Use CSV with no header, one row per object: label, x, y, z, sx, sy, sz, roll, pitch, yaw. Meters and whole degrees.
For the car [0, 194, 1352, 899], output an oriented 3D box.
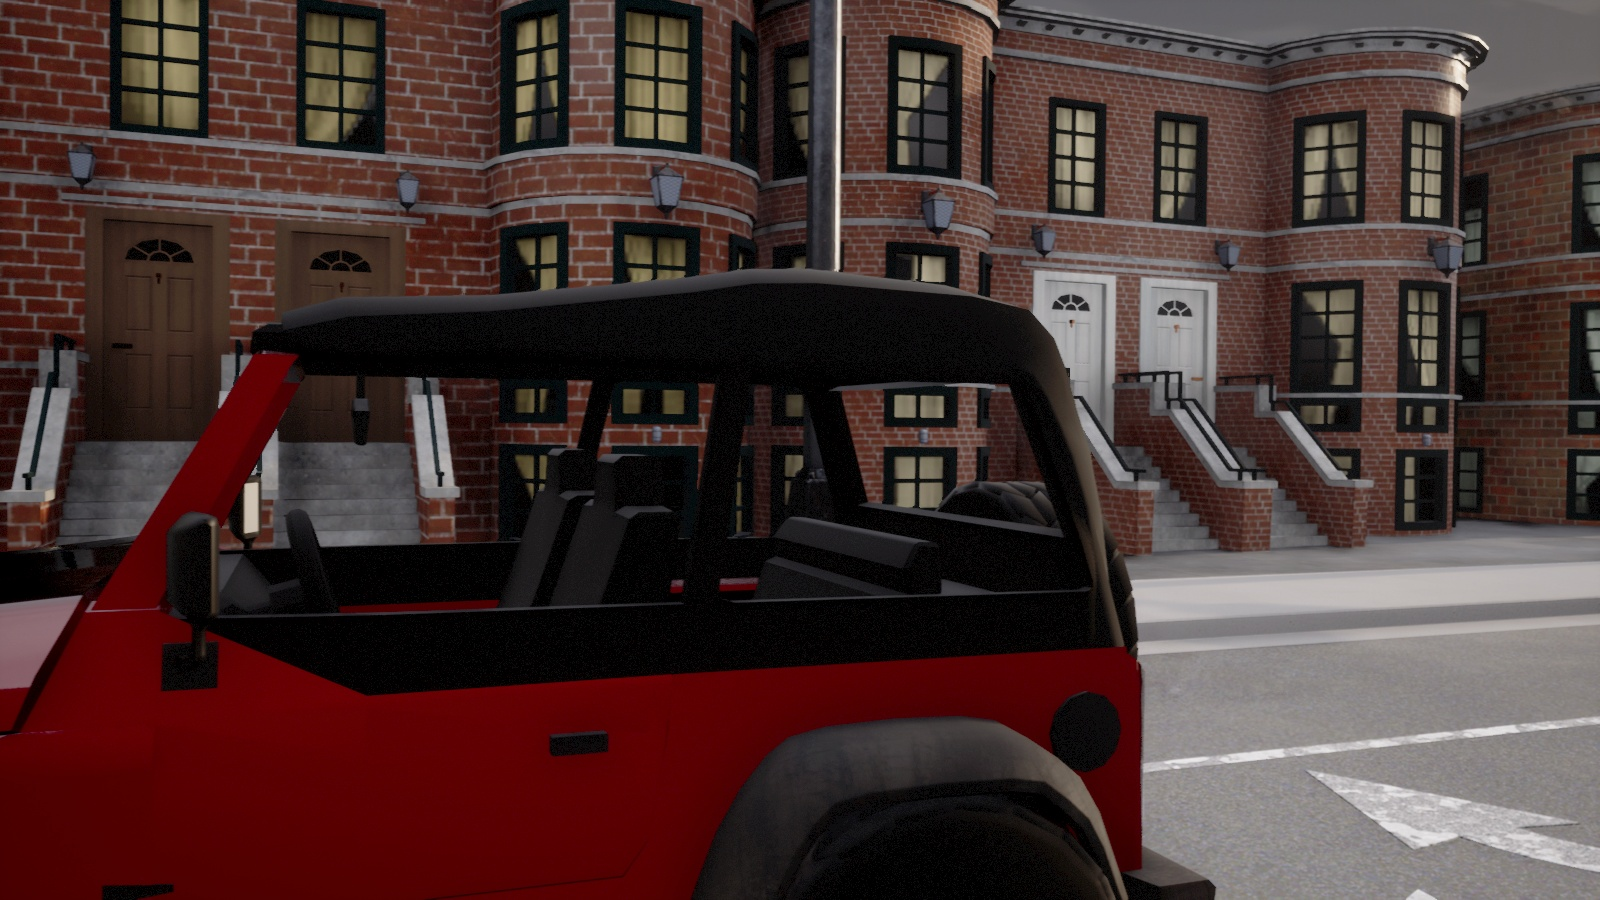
car,-0.970,0.557,2.875,3.866,1.878,1.905,-1,1,-21
